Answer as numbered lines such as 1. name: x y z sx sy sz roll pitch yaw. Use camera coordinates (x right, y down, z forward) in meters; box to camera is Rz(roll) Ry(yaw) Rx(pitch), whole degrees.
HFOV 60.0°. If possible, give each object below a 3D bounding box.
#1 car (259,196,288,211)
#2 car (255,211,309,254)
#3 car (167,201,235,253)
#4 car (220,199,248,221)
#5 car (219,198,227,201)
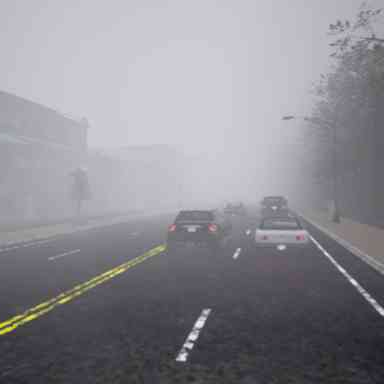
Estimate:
1. car: 6.992 1.350 28.415 2.150 2.045 5.566 -1 0 13
2. car: 3.651 1.664 13.870 1.895 1.301 4.718 -1 0 13
3. car: 0.474 1.457 14.563 2.097 1.767 4.553 -1 -1 13
4. car: 3.891 1.672 29.405 2.128 1.511 4.902 -1 0 13
5. car: 6.898 2.004 71.482 2.033 1.411 5.357 -1 0 13
